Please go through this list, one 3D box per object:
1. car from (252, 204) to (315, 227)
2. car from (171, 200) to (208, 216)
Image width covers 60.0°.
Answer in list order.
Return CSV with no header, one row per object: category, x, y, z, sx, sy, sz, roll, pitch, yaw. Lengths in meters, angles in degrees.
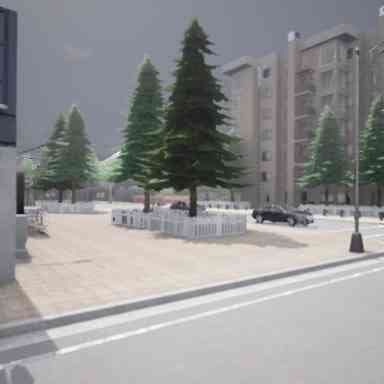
car,6.600,1.664,24.502,2.128,1.511,4.902,1,0,-35
car,-0.350,1.671,34.097,1.837,1.490,4.892,1,1,-36
